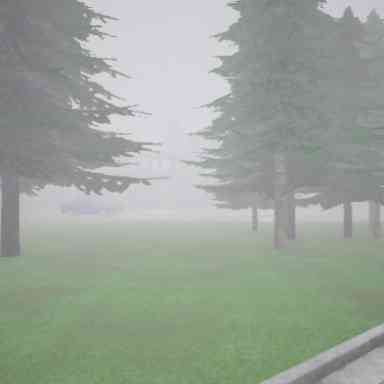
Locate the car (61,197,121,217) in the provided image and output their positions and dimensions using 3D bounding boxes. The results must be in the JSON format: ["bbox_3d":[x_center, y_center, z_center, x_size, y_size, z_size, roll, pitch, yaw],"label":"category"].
[{"bbox_3d":[-9.653,1.478,31.260,5.008,1.535,1.882,0,0,3],"label":"car"}]

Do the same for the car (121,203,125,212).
[{"bbox_3d":[-9.507,1.477,34.757,5.008,1.535,1.882,0,0,3],"label":"car"}]

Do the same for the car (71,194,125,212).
[{"bbox_3d":[-10.776,1.225,38.329,5.566,2.045,2.150,0,0,3],"label":"car"}]
